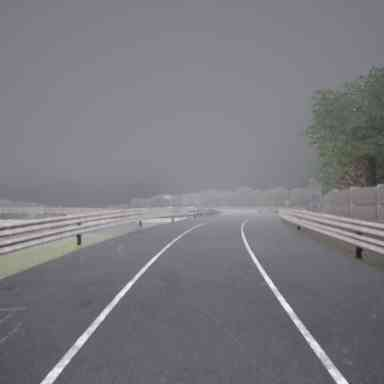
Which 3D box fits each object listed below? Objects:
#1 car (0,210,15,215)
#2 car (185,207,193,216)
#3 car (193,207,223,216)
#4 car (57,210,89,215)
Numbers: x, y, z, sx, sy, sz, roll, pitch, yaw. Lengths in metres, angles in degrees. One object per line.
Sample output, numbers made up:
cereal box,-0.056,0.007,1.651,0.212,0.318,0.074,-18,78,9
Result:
car,-22.867,2.217,37.963,4.674,1.442,1.812,2,-3,-24
car,1.462,3.490,61.078,2.097,1.767,4.553,-4,-5,44
car,3.153,3.498,57.470,2.033,1.411,5.357,-3,-4,44
car,-16.012,2.802,45.883,4.718,1.301,1.895,3,-4,-38
